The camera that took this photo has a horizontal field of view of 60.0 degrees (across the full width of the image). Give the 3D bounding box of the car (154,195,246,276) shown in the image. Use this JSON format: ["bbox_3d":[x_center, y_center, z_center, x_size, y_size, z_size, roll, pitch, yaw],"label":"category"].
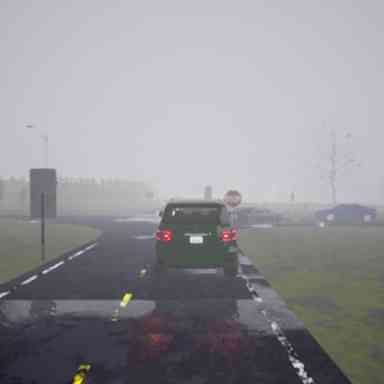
[{"bbox_3d":[0.102,1.212,10.419,2.150,2.045,5.566,0,0,0],"label":"car"}]

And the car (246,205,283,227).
[{"bbox_3d":[4.555,1.632,23.673,4.181,1.385,1.994,2,0,-36],"label":"car"}]

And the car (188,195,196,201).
[{"bbox_3d":[0.023,1.437,82.843,1.882,1.535,5.008,0,0,0],"label":"car"}]

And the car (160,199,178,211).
[{"bbox_3d":[-2.808,1.592,41.507,1.895,1.301,4.718,0,0,-1],"label":"car"}]

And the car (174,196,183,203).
[{"bbox_3d":[-2.729,1.538,67.699,1.812,1.442,4.674,0,0,0],"label":"car"}]

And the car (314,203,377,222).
[{"bbox_3d":[12.880,1.650,28.045,5.008,1.535,1.882,1,1,0],"label":"car"}]

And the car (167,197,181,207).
[{"bbox_3d":[-2.803,1.562,53.166,1.994,1.385,4.181,0,0,0],"label":"car"}]

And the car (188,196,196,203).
[{"bbox_3d":[0.024,1.539,72.840,1.812,1.442,4.674,0,0,0],"label":"car"}]
